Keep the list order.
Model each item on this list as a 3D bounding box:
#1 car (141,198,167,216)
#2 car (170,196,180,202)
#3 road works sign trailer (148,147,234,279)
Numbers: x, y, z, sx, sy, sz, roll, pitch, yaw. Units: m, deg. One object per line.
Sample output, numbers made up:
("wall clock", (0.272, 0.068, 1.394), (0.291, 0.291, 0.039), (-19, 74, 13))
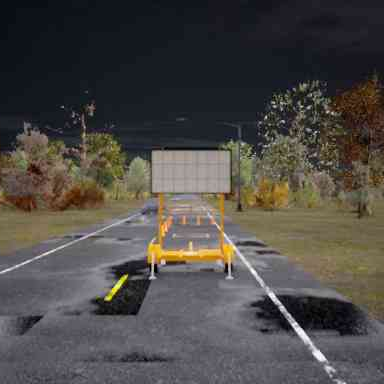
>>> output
("car", (-3.685, 1.344, 32.701), (2.097, 1.767, 4.553), (0, 0, 0))
("car", (-3.691, 1.582, 72.889), (1.895, 1.301, 4.718), (0, 0, 0))
("road works sign trailer", (-0.026, 0.461, 9.993), (2.380, 3.560, 2.880), (0, 0, 0))
